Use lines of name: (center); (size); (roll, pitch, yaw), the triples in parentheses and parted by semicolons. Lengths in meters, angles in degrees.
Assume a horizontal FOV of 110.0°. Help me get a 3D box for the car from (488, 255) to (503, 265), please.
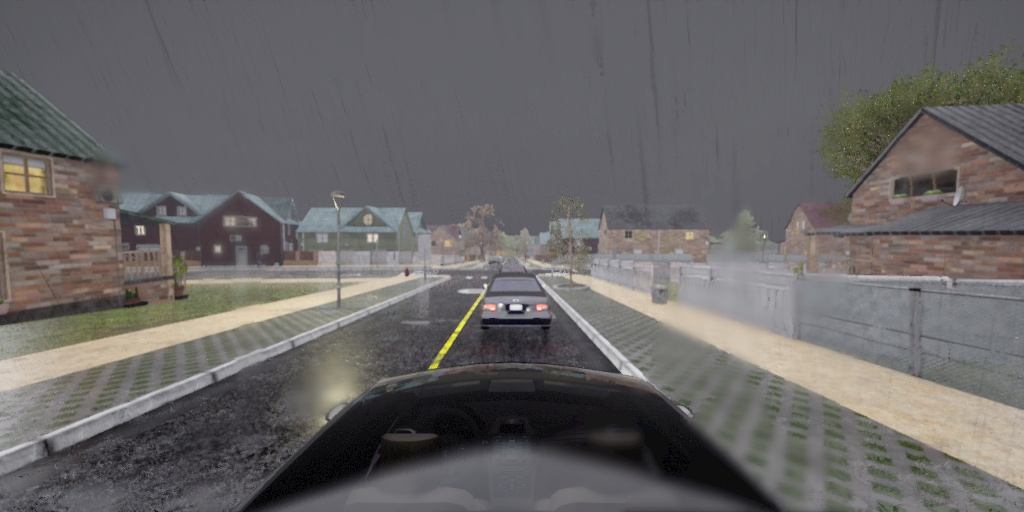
car: (-2.934, 0.689, 60.254); (1.837, 1.490, 4.892); (0, 0, 0)

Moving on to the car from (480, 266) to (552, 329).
car: (0.082, 1.193, 10.704); (2.033, 1.411, 5.357); (0, 1, 0)

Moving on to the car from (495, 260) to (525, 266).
car: (0.052, 1.133, 21.211); (1.895, 1.301, 4.718); (0, 1, 0)

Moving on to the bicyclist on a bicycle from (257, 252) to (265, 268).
bicyclist on a bicycle: (-24.951, 0.400, 35.634); (0.582, 1.620, 1.656); (0, 4, -16)

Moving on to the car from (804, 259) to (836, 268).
car: (30.418, 0.981, 35.494); (4.181, 1.385, 1.994); (1, 3, 10)
